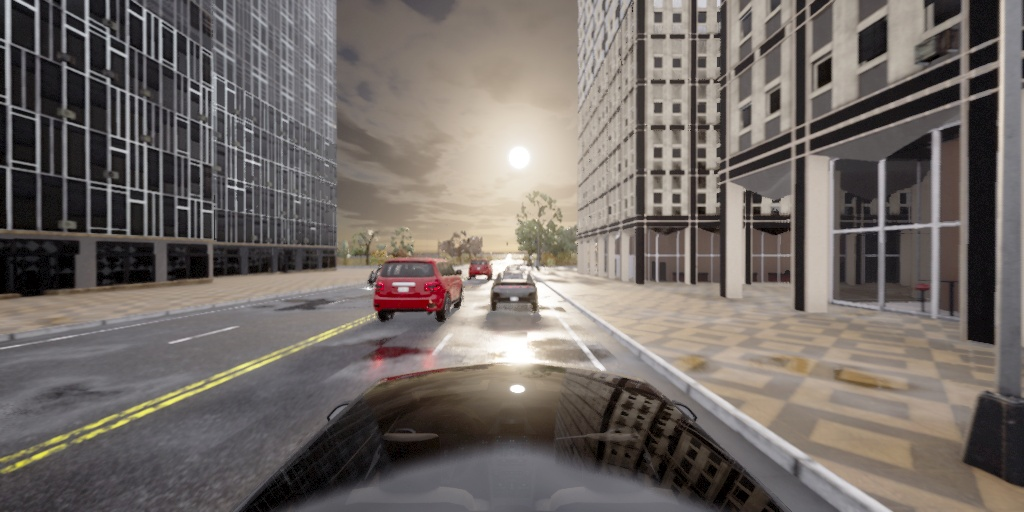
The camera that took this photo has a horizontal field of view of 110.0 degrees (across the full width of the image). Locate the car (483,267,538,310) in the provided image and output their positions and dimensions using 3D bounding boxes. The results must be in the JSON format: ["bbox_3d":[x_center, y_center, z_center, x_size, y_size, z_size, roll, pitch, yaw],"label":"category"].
[{"bbox_3d":[0.086,1.385,15.518,2.128,1.511,4.902,0,-1,0],"label":"car"}]

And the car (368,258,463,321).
[{"bbox_3d":[-3.166,1.093,13.167,2.150,2.045,5.566,0,0,0],"label":"car"}]

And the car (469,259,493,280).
[{"bbox_3d":[-3.170,1.336,36.961,2.150,2.045,5.566,0,-1,0],"label":"car"}]
